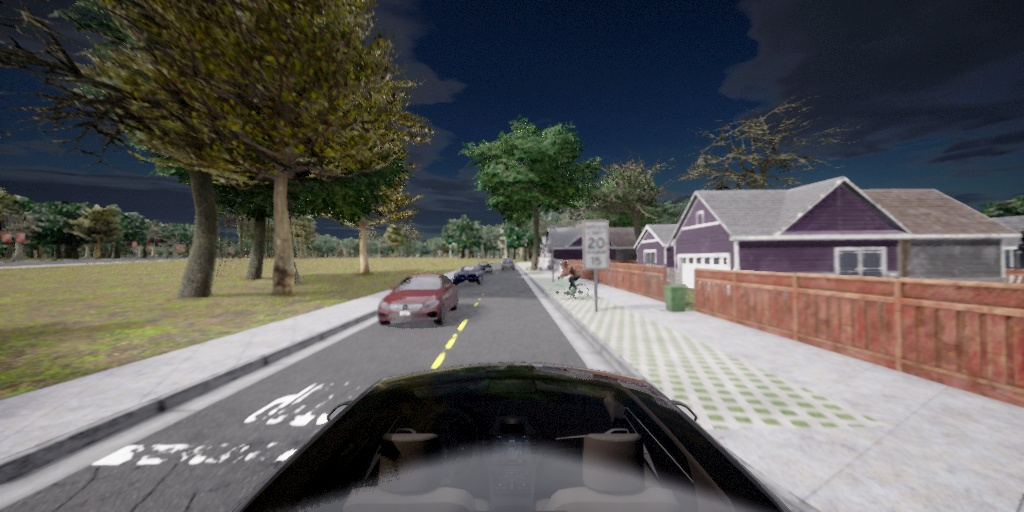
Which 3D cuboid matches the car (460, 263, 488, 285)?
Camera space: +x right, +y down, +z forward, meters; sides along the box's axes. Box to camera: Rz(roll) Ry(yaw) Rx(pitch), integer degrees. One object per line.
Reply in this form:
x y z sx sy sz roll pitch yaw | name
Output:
-3.101 1.395 26.552 1.895 1.301 4.718 -1 0 0 | car

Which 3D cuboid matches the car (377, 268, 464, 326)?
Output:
-2.935 1.311 12.076 1.812 1.442 4.674 -1 0 -1 | car

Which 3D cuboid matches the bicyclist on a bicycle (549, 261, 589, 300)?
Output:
2.343 1.036 14.790 1.656 1.620 0.582 0 0 -1 | bicyclist on a bicycle

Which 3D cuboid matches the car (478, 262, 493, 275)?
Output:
-3.198 1.357 40.066 1.994 1.385 4.181 -1 0 0 | car

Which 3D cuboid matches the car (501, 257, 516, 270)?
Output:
-0.525 1.243 50.926 2.128 1.511 4.902 -1 0 0 | car
